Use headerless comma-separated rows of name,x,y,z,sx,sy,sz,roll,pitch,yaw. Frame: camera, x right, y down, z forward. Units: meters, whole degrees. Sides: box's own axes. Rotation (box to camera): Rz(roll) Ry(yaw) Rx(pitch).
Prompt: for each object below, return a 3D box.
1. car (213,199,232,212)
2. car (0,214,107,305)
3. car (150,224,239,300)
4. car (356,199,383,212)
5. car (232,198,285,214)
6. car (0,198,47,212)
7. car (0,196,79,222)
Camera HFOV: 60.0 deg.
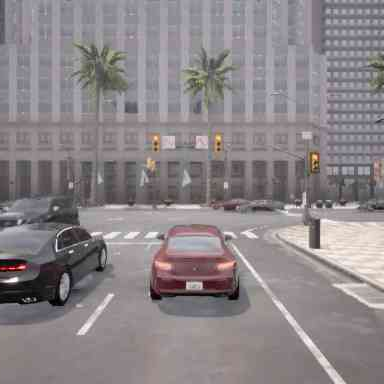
car,4.908,1.477,38.094,5.008,1.535,1.882,0,0,0
car,-3.440,1.505,8.042,1.837,1.490,4.892,0,0,0
car,0.069,1.526,8.296,1.812,1.442,4.674,0,0,1
car,21.417,1.492,38.078,4.902,1.511,2.128,0,0,0
car,7.067,1.493,34.328,4.902,1.511,2.128,0,0,-5
car,-19.585,1.491,38.115,4.902,1.511,2.128,0,0,0
car,-7.088,1.221,15.533,2.150,2.045,5.566,0,0,1
